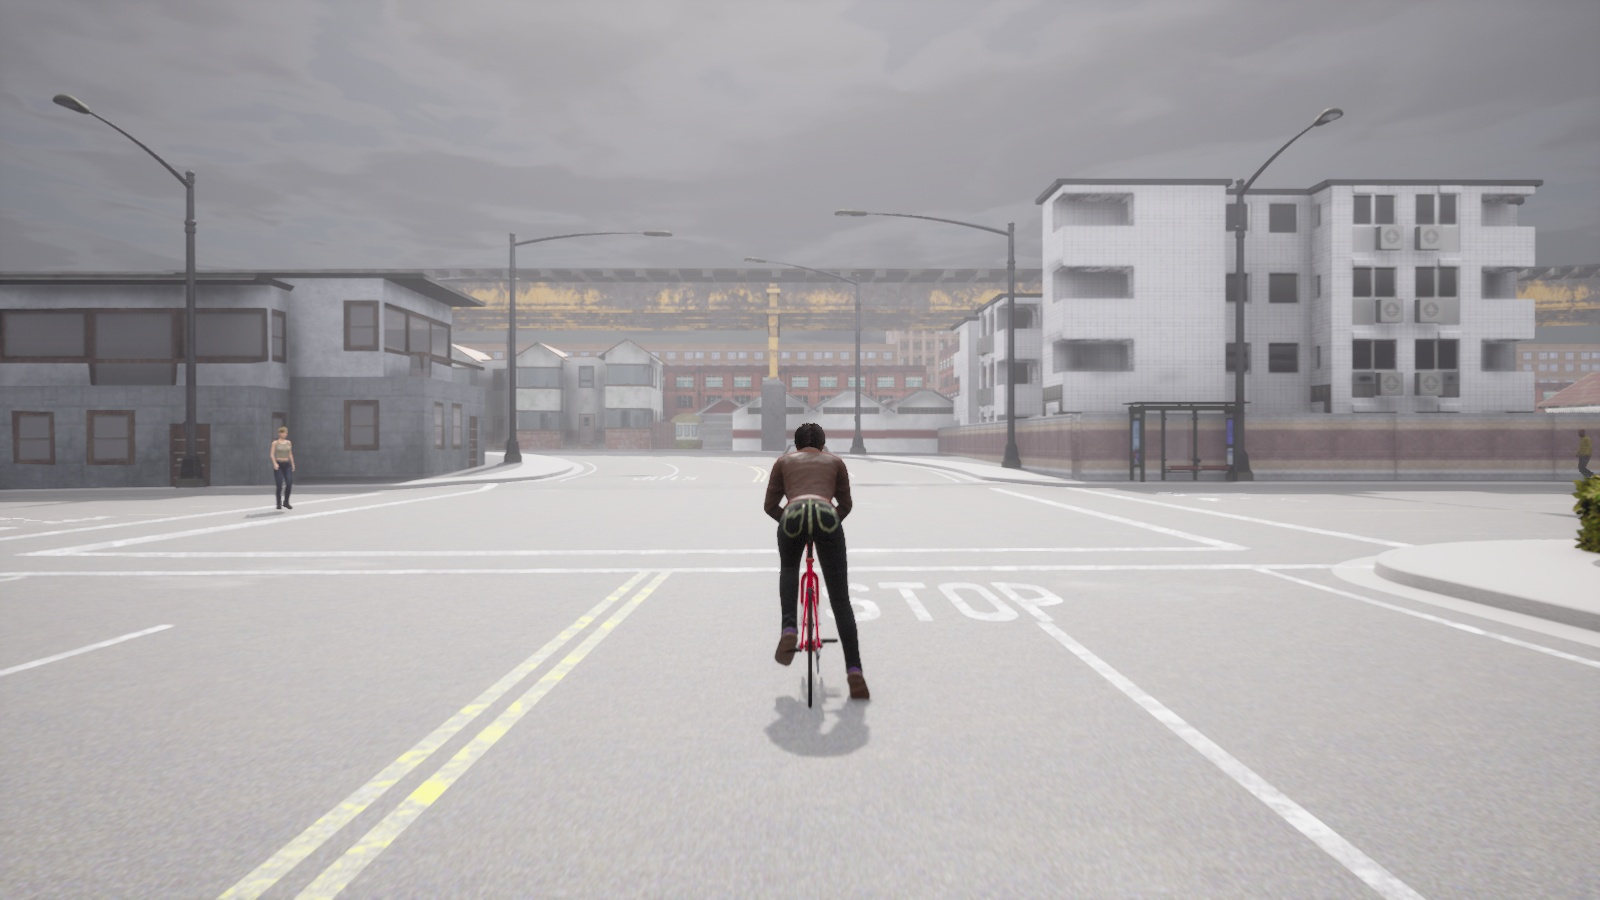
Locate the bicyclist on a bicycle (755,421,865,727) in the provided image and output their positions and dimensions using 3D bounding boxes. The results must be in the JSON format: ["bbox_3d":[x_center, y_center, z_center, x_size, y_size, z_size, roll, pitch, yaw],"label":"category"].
[{"bbox_3d":[0.058,0.657,7.491,0.582,1.620,1.656,0,0,0],"label":"bicyclist on a bicycle"}]

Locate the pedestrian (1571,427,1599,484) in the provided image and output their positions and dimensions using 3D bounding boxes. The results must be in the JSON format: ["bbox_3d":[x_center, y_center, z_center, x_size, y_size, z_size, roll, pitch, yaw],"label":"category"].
[{"bbox_3d":[25.421,0.192,40.629,0.726,1.835,0.370,0,0,2],"label":"pedestrian"}]

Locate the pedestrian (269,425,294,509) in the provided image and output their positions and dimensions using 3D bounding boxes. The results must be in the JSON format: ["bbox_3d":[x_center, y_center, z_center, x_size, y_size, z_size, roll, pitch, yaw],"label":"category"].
[{"bbox_3d":[-11.370,0.366,27.532,0.345,1.836,0.594,0,0,-41],"label":"pedestrian"}]
